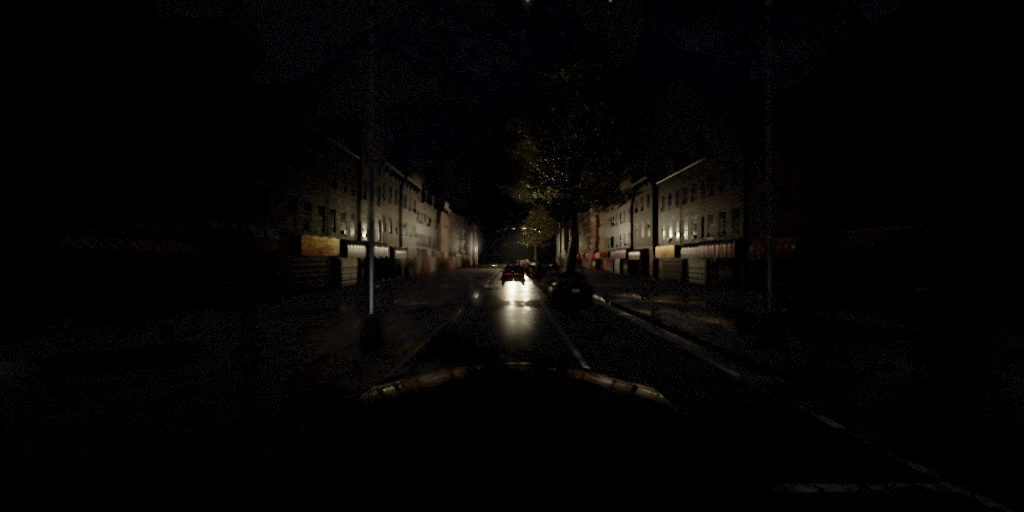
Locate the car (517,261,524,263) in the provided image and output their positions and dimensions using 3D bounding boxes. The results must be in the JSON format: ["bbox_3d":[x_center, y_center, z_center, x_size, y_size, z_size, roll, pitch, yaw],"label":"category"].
[{"bbox_3d":[0.092,1.657,41.930,2.128,1.511,4.902,0,0,0],"label":"car"}]

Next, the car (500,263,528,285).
[{"bbox_3d":[0.096,1.545,29.197,1.837,1.490,4.892,0,0,0],"label":"car"}]

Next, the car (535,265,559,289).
[{"bbox_3d":[2.638,1.497,22.572,1.751,1.417,4.829,0,0,0],"label":"car"}]

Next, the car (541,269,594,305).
[{"bbox_3d":[2.638,1.483,16.857,1.948,1.339,4.313,0,0,0],"label":"car"}]

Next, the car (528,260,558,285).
[{"bbox_3d":[2.638,1.342,27.948,2.192,1.841,5.009,0,0,0],"label":"car"}]

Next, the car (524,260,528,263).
[{"bbox_3d":[2.638,1.577,39.039,1.967,1.591,4.097,0,0,0],"label":"car"}]
